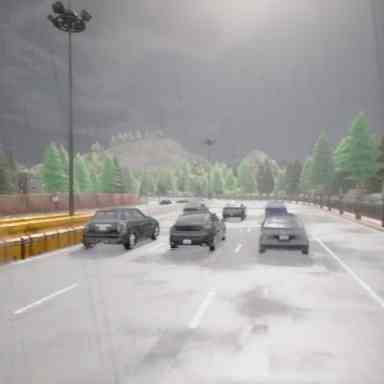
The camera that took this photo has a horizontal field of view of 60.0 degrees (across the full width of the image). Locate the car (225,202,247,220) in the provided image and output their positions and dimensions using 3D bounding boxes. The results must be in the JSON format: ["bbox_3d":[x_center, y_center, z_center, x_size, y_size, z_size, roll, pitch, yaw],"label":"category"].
[{"bbox_3d":[3.799,1.660,29.461,2.128,1.511,4.902,-1,0,13],"label":"car"}]

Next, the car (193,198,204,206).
[{"bbox_3d":[1.369,2.010,68.773,1.812,1.442,4.674,-1,0,8],"label":"car"}]

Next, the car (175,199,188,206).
[{"bbox_3d":[-2.162,2.123,68.797,1.895,1.301,4.718,-1,0,8],"label":"car"}]

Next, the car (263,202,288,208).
[{"bbox_3d":[7.253,1.596,28.855,1.882,1.535,5.008,-1,0,13],"label":"car"}]

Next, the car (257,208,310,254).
[{"bbox_3d":[3.702,1.601,13.766,2.033,1.411,5.357,-1,0,13],"label":"car"}]

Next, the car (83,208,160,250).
[{"bbox_3d":[-3.092,1.503,15.457,2.097,1.767,4.553,-1,-1,13],"label":"car"}]

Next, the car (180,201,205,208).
[{"bbox_3d":[0.393,1.724,30.265,1.837,1.490,4.892,-1,0,13],"label":"car"}]

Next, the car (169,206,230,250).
[{"bbox_3d":[0.369,1.612,14.871,1.837,1.490,4.892,-1,0,13],"label":"car"}]
